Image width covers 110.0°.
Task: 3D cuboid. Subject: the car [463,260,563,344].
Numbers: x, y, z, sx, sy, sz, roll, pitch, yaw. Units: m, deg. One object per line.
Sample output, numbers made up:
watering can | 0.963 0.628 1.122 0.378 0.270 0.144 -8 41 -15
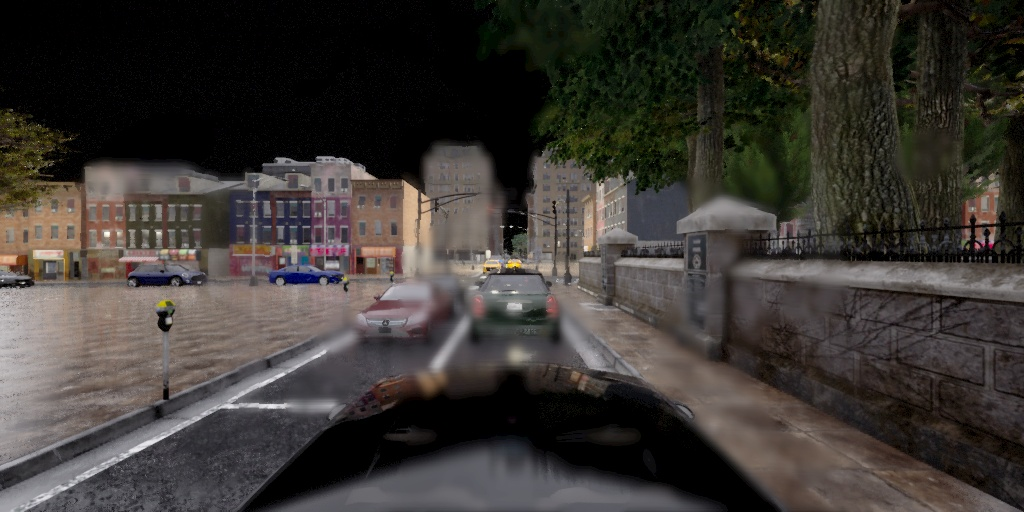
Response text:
car | 0.074 1.102 9.714 2.097 1.767 4.553 0 0 0

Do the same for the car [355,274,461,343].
car | -2.638 1.332 9.600 1.802 1.307 4.207 0 0 0

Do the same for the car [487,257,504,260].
car | -2.275 1.220 41.529 1.882 1.535 5.008 0 0 1

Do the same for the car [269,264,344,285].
car | -14.888 1.373 26.160 5.008 1.535 1.882 -1 0 0

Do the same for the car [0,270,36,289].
car | -37.983 1.742 26.101 4.892 1.490 1.837 -1 0 0

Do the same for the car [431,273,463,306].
car | -2.638 1.315 13.262 1.948 1.339 4.313 0 0 0

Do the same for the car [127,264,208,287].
car | -24.965 1.378 26.128 4.553 1.767 2.097 -1 0 0

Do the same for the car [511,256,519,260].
car | 0.402 1.218 55.196 1.882 1.535 5.008 0 0 0
